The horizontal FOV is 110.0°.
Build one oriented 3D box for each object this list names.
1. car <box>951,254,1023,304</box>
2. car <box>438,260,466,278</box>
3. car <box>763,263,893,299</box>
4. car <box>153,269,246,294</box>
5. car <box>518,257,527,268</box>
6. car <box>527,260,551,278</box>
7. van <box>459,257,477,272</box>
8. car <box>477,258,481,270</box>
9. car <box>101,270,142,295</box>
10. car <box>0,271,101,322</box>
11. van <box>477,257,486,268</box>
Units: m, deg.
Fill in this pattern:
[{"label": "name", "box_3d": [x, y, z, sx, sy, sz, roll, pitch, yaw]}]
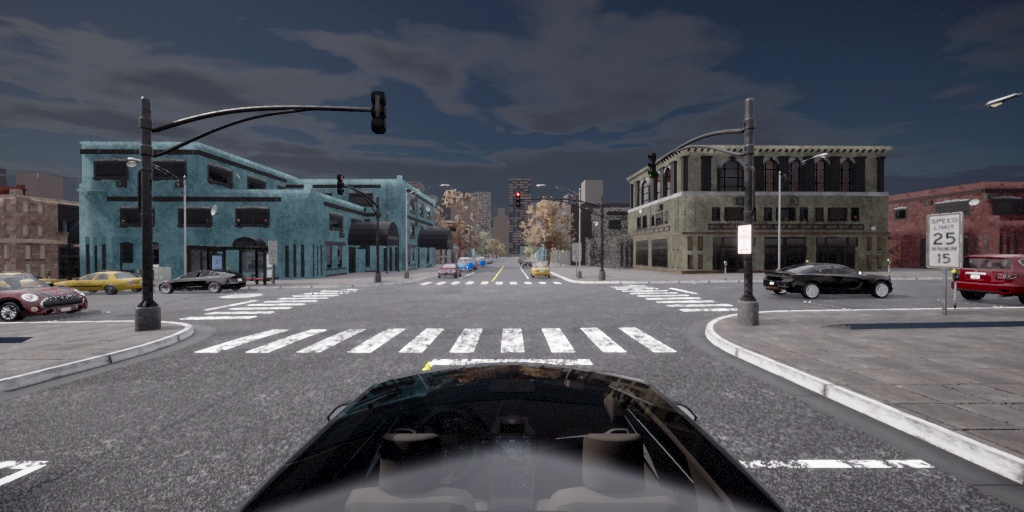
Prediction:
[{"label": "car", "box_3d": [19.925, 0.842, 13.634, 5.009, 1.841, 2.192, 0, 0, -1]}, {"label": "car", "box_3d": [-5.748, 1.326, 33.469, 1.802, 1.307, 4.207, 0, 0, 0]}, {"label": "car", "box_3d": [14.178, 1.050, 16.204, 5.008, 1.535, 1.882, -1, 1, -1]}, {"label": "car", "box_3d": [-18.227, 1.474, 21.258, 4.313, 1.339, 1.948, 0, 0, -1]}, {"label": "car", "box_3d": [2.578, 1.288, 61.217, 2.007, 1.370, 4.403, 0, 0, 0]}, {"label": "car", "box_3d": [2.631, 1.269, 33.655, 1.751, 1.417, 4.829, 0, 0, 0]}, {"label": "van", "box_3d": [-5.770, 1.082, 44.561, 1.690, 1.789, 3.998, 0, 0, 0]}, {"label": "car", "box_3d": [-5.782, 1.285, 50.108, 1.888, 1.381, 4.507, 0, 0, 0]}, {"label": "car", "box_3d": [-24.050, 1.501, 21.142, 4.829, 1.417, 1.751, 0, 0, -1]}, {"label": "car", "box_3d": [-18.091, 1.423, 12.912, 4.097, 1.591, 1.967, 0, 0, -1]}, {"label": "van", "box_3d": [-5.803, 1.078, 61.200, 1.690, 1.789, 3.998, 0, 0, 0]}]
